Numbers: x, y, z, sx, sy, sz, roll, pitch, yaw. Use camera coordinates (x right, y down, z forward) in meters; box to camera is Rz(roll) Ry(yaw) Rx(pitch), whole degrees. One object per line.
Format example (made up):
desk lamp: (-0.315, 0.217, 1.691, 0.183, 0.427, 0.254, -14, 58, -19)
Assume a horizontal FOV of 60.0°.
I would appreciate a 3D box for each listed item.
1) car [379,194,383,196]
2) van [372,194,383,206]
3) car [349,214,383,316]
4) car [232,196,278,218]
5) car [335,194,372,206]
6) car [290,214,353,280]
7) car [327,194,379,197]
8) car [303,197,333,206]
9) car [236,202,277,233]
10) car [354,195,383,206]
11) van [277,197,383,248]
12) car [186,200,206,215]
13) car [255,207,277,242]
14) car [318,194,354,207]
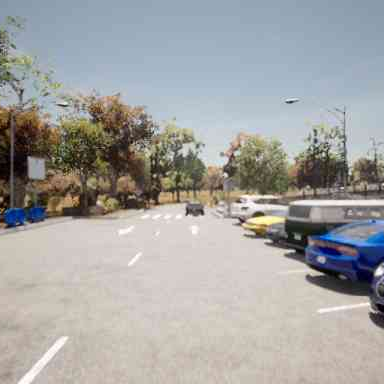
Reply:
car: (24.533, 1.320, 39.863, 2.435, 2.045, 5.566, -1, 1, -21)
van: (33.446, 1.391, 57.057, 1.878, 1.987, 4.442, 0, -1, -21)
car: (5.432, 1.368, 5.785, 4.553, 1.767, 2.185, 1, 0, -20)
car: (5.558, 1.290, 23.825, 5.566, 2.045, 2.435, 1, 0, -20)
car: (27.468, 1.368, 56.824, 2.435, 2.045, 5.566, 1, -1, -21)
car: (5.418, 1.501, 8.788, 5.008, 1.535, 2.097, 1, 0, -19)
car: (18.650, 1.325, 39.714, 2.435, 2.045, 5.566, 0, 1, -21)
car: (21.384, 1.654, 56.753, 2.163, 1.488, 4.792, 0, -1, -21)
car: (5.321, 1.519, 17.733, 5.366, 1.575, 1.946, 1, 0, -20)
car: (30.465, 1.492, 56.928, 2.185, 1.767, 4.553, 1, -1, -21)
van: (5.562, 1.285, 11.833, 4.442, 1.987, 1.878, 1, 0, -20)
car: (0.420, 1.585, 35.197, 2.128, 1.511, 4.902, 0, 0, 4)
car: (5.480, 1.557, 14.790, 4.674, 1.452, 2.002, 1, 0, -20)
car: (24.407, 1.371, 56.811, 2.435, 2.045, 5.566, 0, -1, -21)
